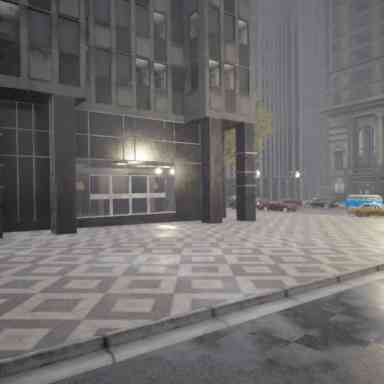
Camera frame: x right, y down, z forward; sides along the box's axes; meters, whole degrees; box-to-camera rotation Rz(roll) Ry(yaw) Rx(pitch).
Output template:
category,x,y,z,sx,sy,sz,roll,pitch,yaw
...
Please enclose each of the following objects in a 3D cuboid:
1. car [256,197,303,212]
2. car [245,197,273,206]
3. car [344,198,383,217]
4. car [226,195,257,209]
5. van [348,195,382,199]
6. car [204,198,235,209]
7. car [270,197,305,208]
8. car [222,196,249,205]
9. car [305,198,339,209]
category,x,y,z,sx,sy,sz,roll,pitch,yaw
car,9.981,1.557,37.919,1.887,1.381,4.507,-1,1,-36
car,10.426,1.424,51.873,1.802,1.307,4.206,-1,1,-36
car,16.264,1.569,29.196,1.752,1.417,4.829,-1,1,-36
car,6.885,1.312,42.206,2.192,1.841,5.009,-1,1,-36
van,19.924,1.229,38.700,1.690,1.788,3.998,-1,1,-36
car,3.793,1.534,46.498,2.008,1.369,4.403,-1,1,-36
car,13.593,1.402,47.482,1.887,1.381,4.507,-1,1,-36
car,7.260,1.379,56.263,2.008,1.369,4.403,-1,1,-36
car,16.759,1.438,43.092,1.947,1.339,4.313,-1,1,-36
